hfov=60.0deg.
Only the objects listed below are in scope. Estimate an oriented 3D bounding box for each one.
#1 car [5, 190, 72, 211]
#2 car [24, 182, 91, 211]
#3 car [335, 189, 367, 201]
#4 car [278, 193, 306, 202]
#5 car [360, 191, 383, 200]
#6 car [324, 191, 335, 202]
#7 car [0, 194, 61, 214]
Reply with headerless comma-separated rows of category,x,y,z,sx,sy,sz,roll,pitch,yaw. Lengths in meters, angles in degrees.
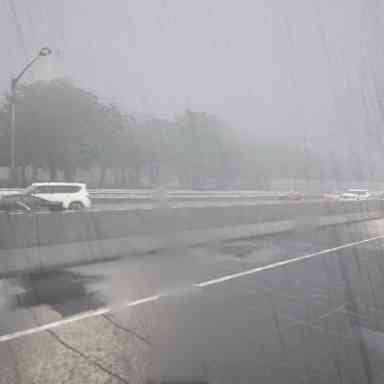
car,-8.689,0.810,15.864,5.008,1.535,1.882,0,2,-44
car,-9.002,0.429,20.390,5.566,2.045,2.150,0,2,-44
car,21.972,0.669,44.877,5.566,2.045,2.150,0,2,-43
car,14.142,0.771,47.135,4.718,1.301,1.895,0,2,-43
car,23.171,1.054,41.218,5.008,1.535,1.882,0,2,-43
car,21.309,0.673,49.043,4.553,1.767,2.097,0,2,-43
car,-7.642,0.965,12.029,4.892,1.490,1.837,0,2,-44
